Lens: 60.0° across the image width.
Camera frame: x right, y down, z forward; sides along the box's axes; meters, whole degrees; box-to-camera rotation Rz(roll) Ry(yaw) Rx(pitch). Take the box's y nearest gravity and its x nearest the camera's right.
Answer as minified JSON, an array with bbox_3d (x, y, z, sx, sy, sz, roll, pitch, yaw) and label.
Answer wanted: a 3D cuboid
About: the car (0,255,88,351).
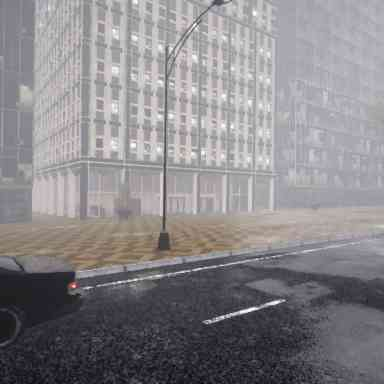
[{"bbox_3d":[-4.313,1.547,4.604,5.357,1.411,2.033,0,0,-35],"label":"car"}]
